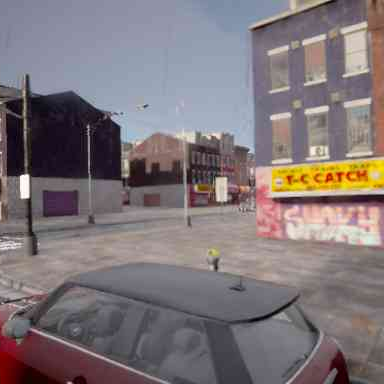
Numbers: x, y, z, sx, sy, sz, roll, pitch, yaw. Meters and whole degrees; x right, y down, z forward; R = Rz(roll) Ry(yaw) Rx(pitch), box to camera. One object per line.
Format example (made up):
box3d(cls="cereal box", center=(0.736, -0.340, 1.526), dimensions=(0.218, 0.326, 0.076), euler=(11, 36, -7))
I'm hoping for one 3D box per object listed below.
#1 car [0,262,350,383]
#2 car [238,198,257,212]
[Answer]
box3d(cls="car", center=(-0.689, 1.455, 3.333), dimensions=(4.097, 1.590, 1.967), euler=(0, -2, 36))
box3d(cls="car", center=(7.350, 1.467, 39.853), dimensions=(2.097, 1.767, 4.553), euler=(-3, -1, 36))
